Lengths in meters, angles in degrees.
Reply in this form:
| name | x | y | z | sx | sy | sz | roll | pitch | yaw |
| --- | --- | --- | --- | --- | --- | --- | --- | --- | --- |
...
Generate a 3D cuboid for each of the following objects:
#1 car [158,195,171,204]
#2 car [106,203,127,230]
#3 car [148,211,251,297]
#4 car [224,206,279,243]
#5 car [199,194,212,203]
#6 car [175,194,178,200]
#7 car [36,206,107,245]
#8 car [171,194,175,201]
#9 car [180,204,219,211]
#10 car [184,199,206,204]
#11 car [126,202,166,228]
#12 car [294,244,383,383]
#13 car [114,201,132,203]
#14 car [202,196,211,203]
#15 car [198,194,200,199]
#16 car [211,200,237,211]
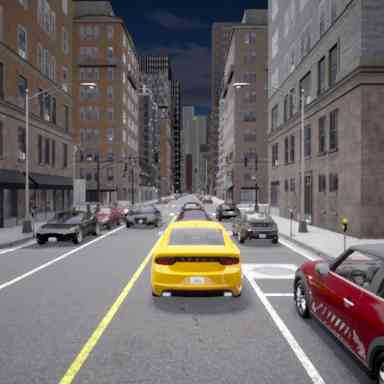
| name | x | y | z | sx | sy | sz | roll | pitch | yaw |
| --- | --- | --- | --- | --- | --- | --- | --- | --- | --- |
| car | -5.607 | 1.620 | 63.794 | 1.802 | 1.307 | 4.206 | 0 | 0 | 0 |
| car | -5.661 | 1.582 | 21.190 | 1.802 | 1.307 | 4.206 | 0 | 0 | 0 |
| car | 0.098 | 1.477 | 8.612 | 1.882 | 1.535 | 5.008 | 0 | 0 | 0 |
| car | 2.862 | 1.550 | 15.685 | 2.008 | 1.369 | 4.403 | 0 | 0 | 0 |
| car | 2.917 | 1.478 | 63.777 | 1.967 | 1.590 | 4.097 | 0 | 0 | 0 |
| car | -5.547 | 1.629 | 90.667 | 1.752 | 1.417 | 4.829 | 0 | 0 | 0 |
| car | -5.663 | 1.565 | 15.688 | 1.947 | 1.339 | 4.313 | 0 | 0 | 0 |
| car | -5.582 | 1.609 | 74.611 | 2.008 | 1.369 | 4.403 | 0 | 0 | 0 |
| car | 0.114 | 1.564 | 17.605 | 1.994 | 1.385 | 4.181 | 0 | 0 | 0 |
| car | 0.011 | 1.527 | 26.416 | 1.812 | 1.442 | 4.674 | 0 | 0 | 2 |
| car | -3.045 | 1.565 | 21.842 | 1.994 | 1.385 | 4.181 | 0 | 0 | 1 |
| car | 2.858 | 1.440 | 4.682 | 1.967 | 1.590 | 4.097 | 0 | 0 | 0 |
| car | -5.658 | 1.441 | 26.691 | 1.967 | 1.590 | 4.097 | 0 | 0 | 0 |
| car | 2.930 | 1.573 | 69.357 | 1.752 | 1.417 | 4.829 | 0 | 0 | 0 |
| car | 2.942 | 1.609 | 74.595 | 2.008 | 1.369 | 4.403 | 0 | 0 | 0 |
| car | 2.867 | 1.567 | 26.687 | 1.947 | 1.339 | 4.313 | 0 | 0 | 0 |
